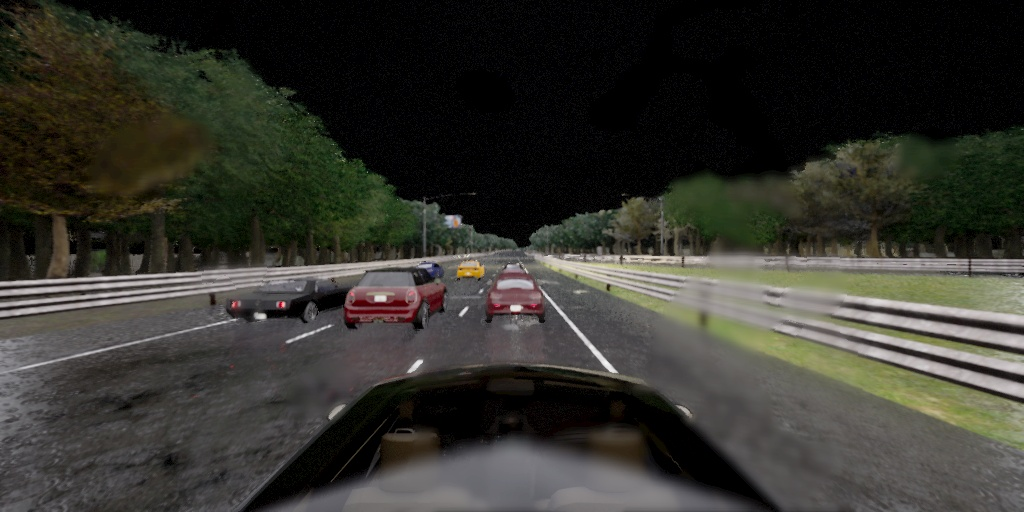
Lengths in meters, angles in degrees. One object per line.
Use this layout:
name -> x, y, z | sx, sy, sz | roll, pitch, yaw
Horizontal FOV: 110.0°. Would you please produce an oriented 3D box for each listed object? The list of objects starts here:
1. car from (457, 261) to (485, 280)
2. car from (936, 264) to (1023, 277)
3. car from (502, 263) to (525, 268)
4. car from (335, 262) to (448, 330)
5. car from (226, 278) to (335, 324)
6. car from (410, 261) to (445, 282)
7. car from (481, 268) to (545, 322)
car -> -3.398, 1.184, 30.225 | 1.882, 1.535, 5.008 | 0, 1, 0
car -> 36.176, 0.888, 27.840 | 4.181, 1.385, 1.994 | 0, 0, 45
car -> 0.101, 1.279, 29.148 | 1.994, 1.385, 4.181 | 0, 0, 0
car -> -3.400, 1.122, 11.391 | 2.097, 1.767, 4.553 | 0, 0, 0
car -> -6.906, 1.373, 12.076 | 1.895, 1.301, 4.718 | 0, 0, 0
car -> -6.886, 1.235, 29.822 | 1.812, 1.442, 4.674 | 0, 1, 0
car -> 0.102, 1.298, 12.344 | 1.812, 1.442, 4.674 | 0, 0, 0
